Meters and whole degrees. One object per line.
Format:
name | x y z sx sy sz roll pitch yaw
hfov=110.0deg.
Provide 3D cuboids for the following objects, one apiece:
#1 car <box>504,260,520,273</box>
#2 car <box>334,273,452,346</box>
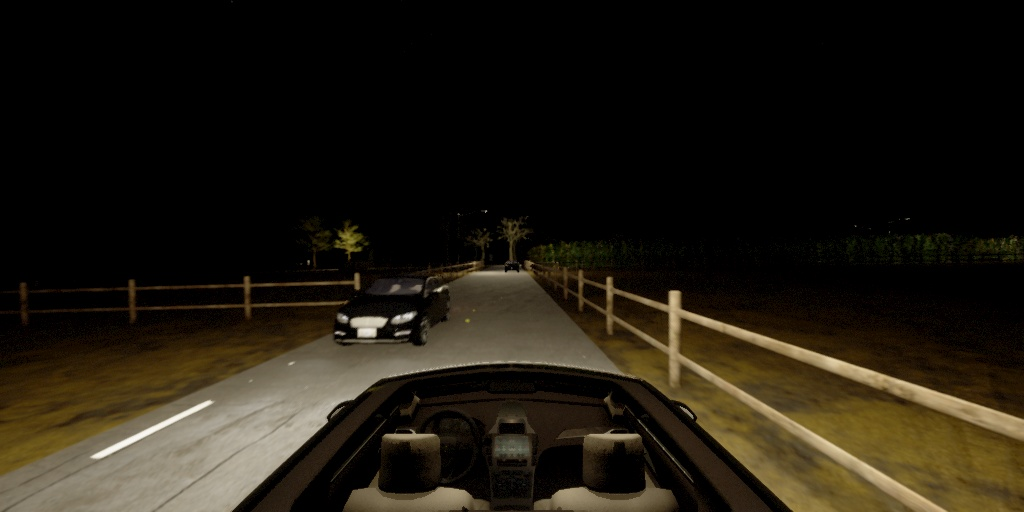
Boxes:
car | 0.011 1.322 45.377 2.128 1.511 4.902 0 0 0
car | -2.823 1.239 9.469 2.128 1.511 4.902 0 0 0
